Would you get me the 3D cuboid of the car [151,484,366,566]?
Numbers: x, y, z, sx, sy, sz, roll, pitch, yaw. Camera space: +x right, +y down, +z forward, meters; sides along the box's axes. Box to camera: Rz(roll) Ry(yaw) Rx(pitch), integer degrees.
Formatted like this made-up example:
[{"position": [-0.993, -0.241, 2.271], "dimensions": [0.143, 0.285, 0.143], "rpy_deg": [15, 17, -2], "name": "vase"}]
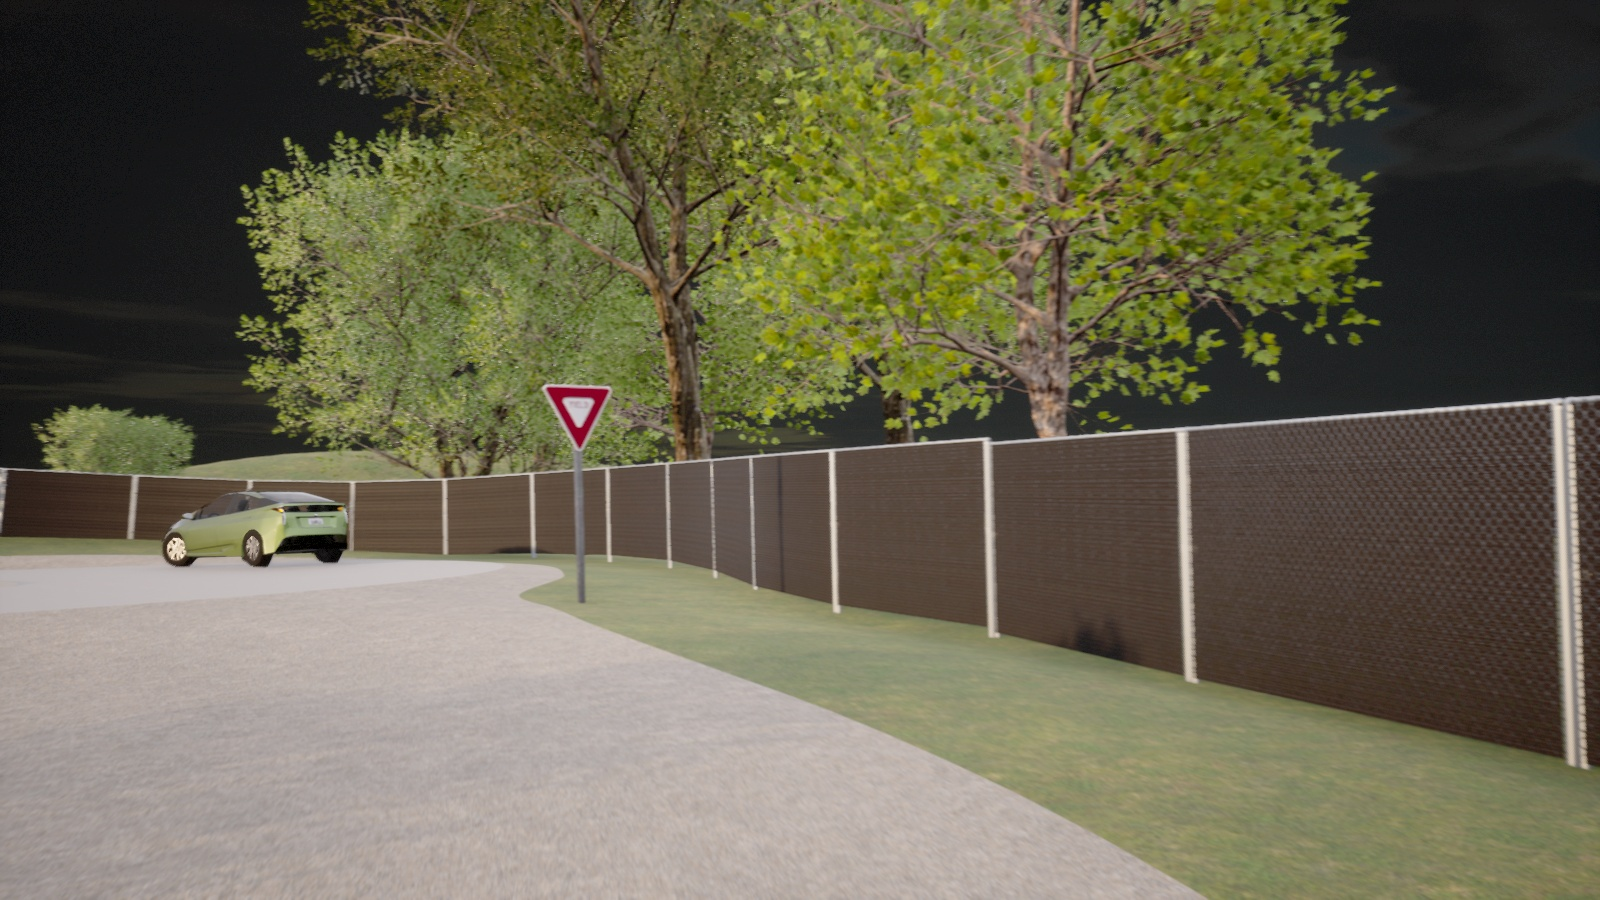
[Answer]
[{"position": [-11.105, 1.546, 25.640], "dimensions": [4.514, 1.525, 2.007], "rpy_deg": [-4, -4, 36], "name": "car"}]
